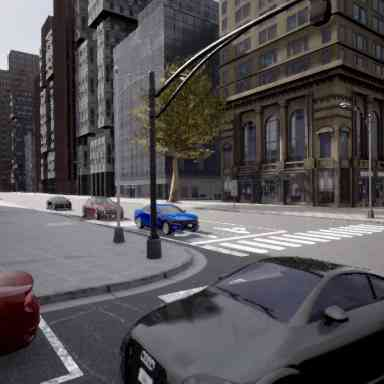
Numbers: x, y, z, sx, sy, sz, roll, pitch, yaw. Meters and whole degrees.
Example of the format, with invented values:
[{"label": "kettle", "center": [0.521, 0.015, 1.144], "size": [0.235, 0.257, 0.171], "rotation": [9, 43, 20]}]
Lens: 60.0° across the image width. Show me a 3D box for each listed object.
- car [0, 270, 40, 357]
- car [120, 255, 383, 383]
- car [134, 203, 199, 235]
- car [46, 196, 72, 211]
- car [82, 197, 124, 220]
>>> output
[{"label": "car", "center": [-4.157, 1.545, 3.672], "size": [4.507, 1.381, 1.887], "rotation": [0, -1, -36]}, {"label": "car", "center": [1.267, 1.563, 4.133], "size": [4.181, 1.385, 1.994], "rotation": [0, 0, -31]}, {"label": "car", "center": [-1.560, 1.422, 19.009], "size": [1.882, 1.535, 5.008], "rotation": [-1, 1, -36]}, {"label": "car", "center": [-15.056, 1.235, 37.613], "size": [1.882, 1.535, 5.008], "rotation": [-1, 1, -36]}, {"label": "car", "center": [-7.232, 1.217, 26.822], "size": [2.097, 1.767, 4.553], "rotation": [-1, 1, -36]}]
